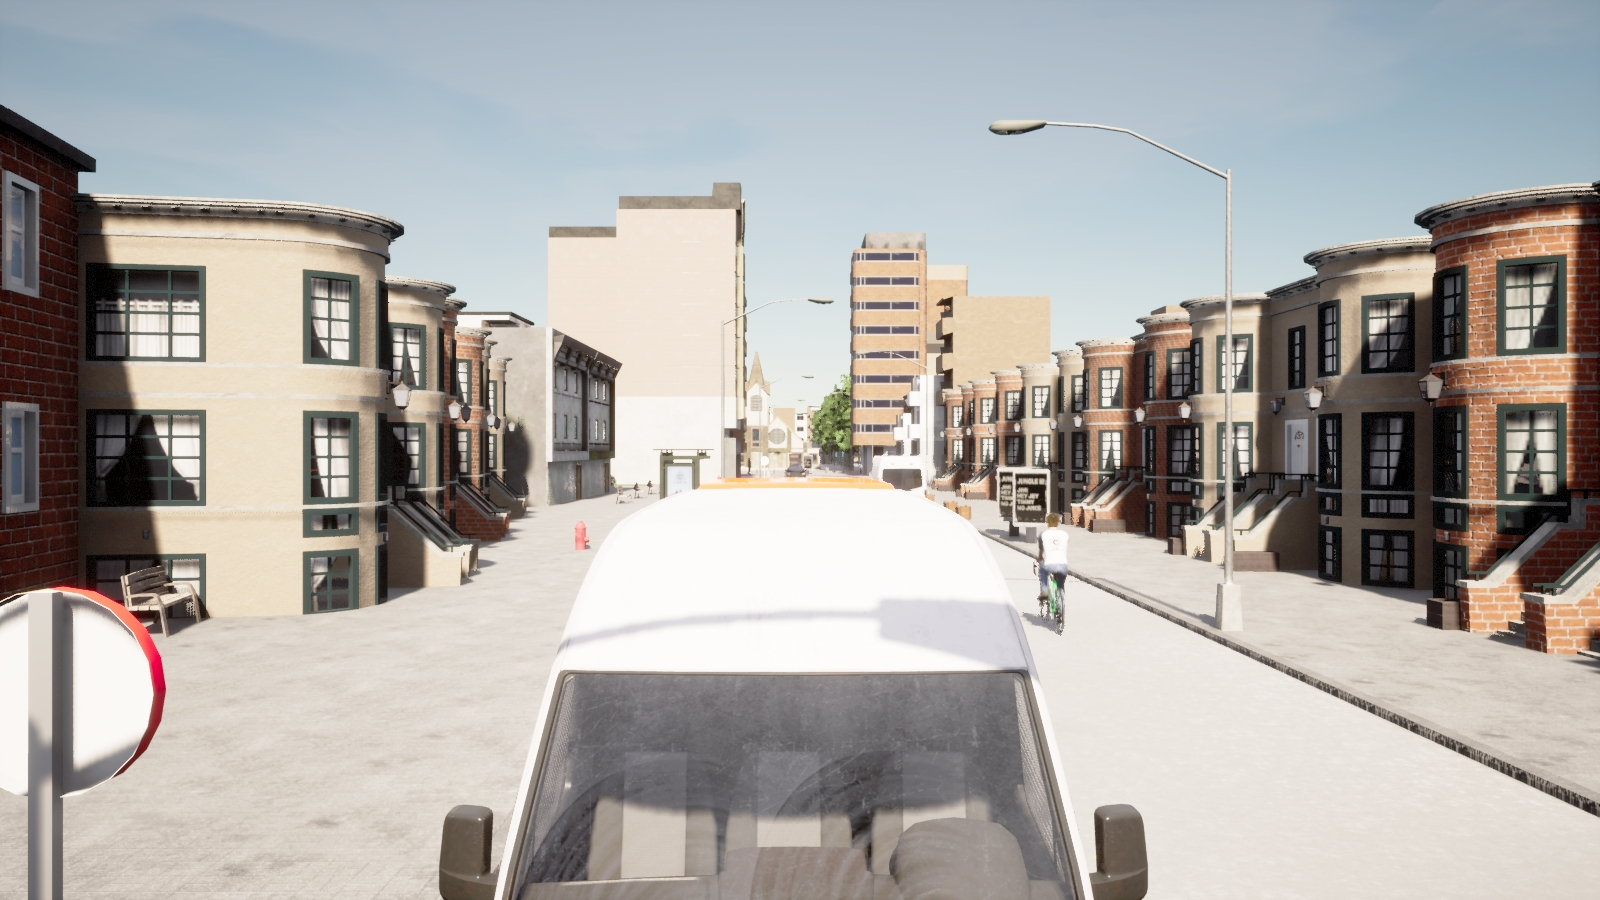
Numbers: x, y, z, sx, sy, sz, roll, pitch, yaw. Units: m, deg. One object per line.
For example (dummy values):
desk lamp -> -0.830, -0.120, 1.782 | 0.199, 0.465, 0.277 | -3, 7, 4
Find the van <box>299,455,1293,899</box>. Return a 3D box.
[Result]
van -> -0.019, 1.314, 5.243 | 1.988, 2.561, 5.915 | 0, 0, 0

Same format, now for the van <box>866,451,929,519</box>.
van -> 3.857, 1.314, 46.137 | 1.988, 2.561, 5.915 | 0, 0, 0
